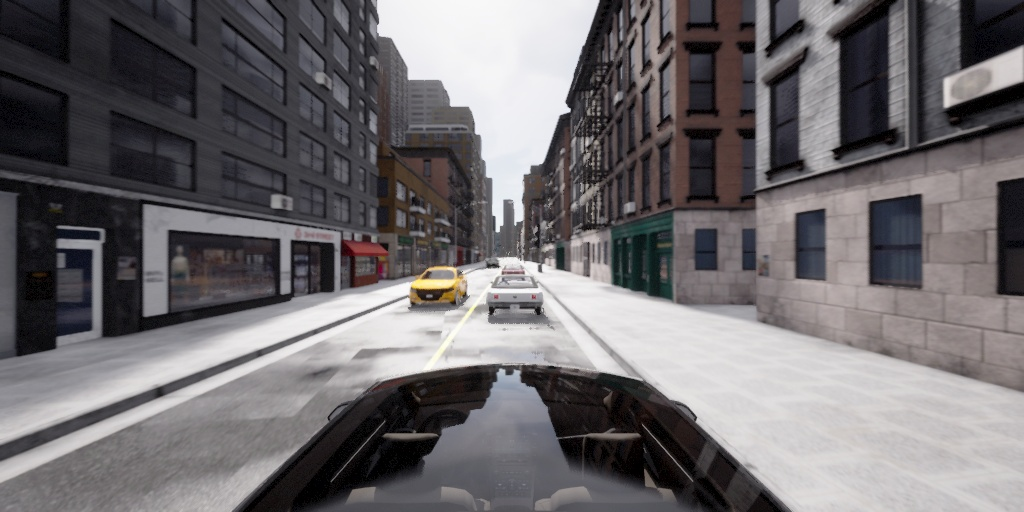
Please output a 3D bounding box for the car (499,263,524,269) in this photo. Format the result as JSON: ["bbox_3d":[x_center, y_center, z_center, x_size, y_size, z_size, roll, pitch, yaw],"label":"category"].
[{"bbox_3d":[0.097,1.355,30.177,1.895,1.301,4.718,0,0,0],"label":"car"}]

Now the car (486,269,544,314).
[{"bbox_3d":[0.098,1.354,13.803,1.895,1.301,4.718,0,0,0],"label":"car"}]

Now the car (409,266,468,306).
[{"bbox_3d":[-3.102,1.231,15.948,1.882,1.535,5.008,0,0,0],"label":"car"}]

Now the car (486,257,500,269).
[{"bbox_3d":[-3.060,1.101,57.757,2.097,1.767,4.553,0,0,0],"label":"car"}]
